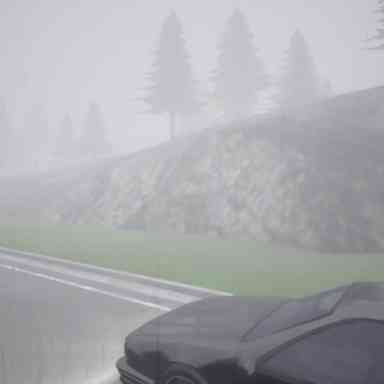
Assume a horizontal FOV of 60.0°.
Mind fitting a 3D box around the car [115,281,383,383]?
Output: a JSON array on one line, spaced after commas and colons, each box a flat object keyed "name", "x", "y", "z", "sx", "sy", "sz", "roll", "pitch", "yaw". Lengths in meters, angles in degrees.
[{"name": "car", "x": 1.802, "y": 1.548, "z": 2.706, "sx": 5.357, "sy": 1.411, "sz": 2.033, "roll": 0, "pitch": 0, "yaw": 36}]
